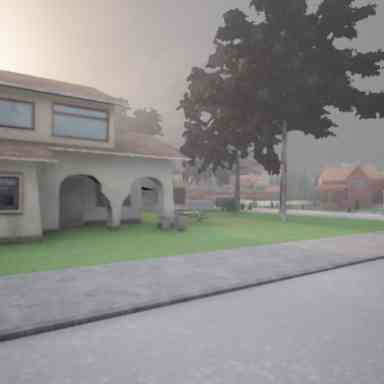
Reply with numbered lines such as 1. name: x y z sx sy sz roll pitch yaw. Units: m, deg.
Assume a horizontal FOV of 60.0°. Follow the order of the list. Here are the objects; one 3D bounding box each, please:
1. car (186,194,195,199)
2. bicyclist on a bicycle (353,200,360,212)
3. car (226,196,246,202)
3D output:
1. car: -1.511 1.508 71.246 2.150 2.045 5.566 1 0 -36
2. bicyclist on a bicycle: 22.384 1.851 45.229 1.656 1.620 0.582 0 0 -36
3. car: 7.119 1.677 59.195 2.150 2.045 5.566 1 0 -35
